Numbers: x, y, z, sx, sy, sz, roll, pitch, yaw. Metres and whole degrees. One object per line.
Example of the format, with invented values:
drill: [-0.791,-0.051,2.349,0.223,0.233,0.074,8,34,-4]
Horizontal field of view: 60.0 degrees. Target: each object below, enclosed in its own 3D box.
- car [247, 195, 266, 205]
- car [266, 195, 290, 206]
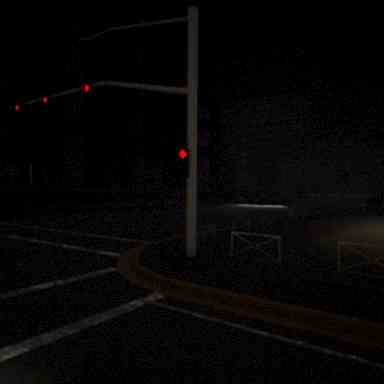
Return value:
car: [10.387,1.250,52.348,1.812,1.442,4.674,1,0,36]
car: [13.430,1.267,50.578,1.837,1.490,4.892,1,0,36]
